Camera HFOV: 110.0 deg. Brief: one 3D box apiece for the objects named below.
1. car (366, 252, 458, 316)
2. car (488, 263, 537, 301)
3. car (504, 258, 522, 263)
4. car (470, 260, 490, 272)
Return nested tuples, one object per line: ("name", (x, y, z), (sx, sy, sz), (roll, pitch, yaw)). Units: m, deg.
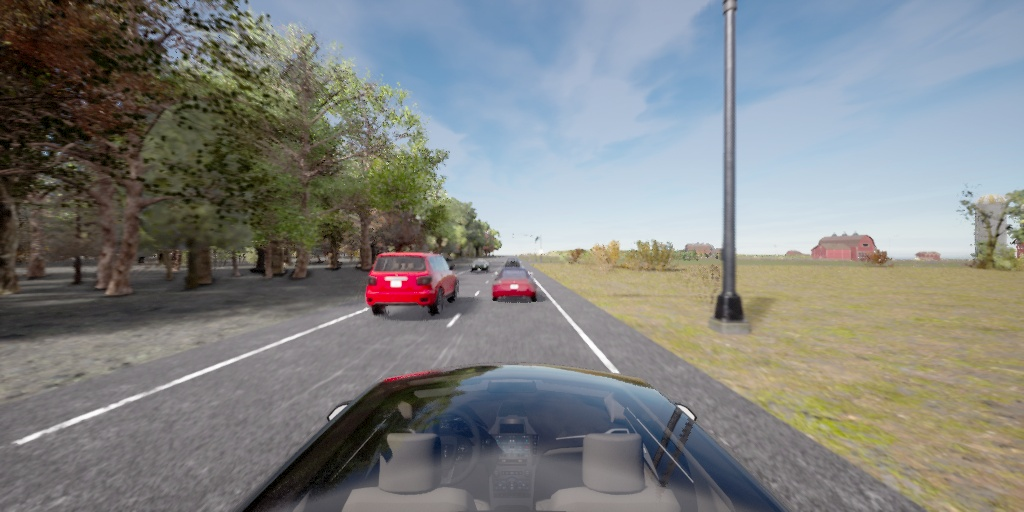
("car", (-3.399, 0.896, 13.196), (2.150, 2.045, 5.566), (0, 0, 0))
("car", (0.099, 1.216, 16.747), (1.994, 1.385, 4.181), (0, 0, 0))
("car", (0.099, 0.986, 42.131), (1.837, 1.490, 4.892), (0, 0, 0))
("car", (-3.401, 1.101, 39.515), (1.895, 1.301, 4.718), (0, 0, 0))
